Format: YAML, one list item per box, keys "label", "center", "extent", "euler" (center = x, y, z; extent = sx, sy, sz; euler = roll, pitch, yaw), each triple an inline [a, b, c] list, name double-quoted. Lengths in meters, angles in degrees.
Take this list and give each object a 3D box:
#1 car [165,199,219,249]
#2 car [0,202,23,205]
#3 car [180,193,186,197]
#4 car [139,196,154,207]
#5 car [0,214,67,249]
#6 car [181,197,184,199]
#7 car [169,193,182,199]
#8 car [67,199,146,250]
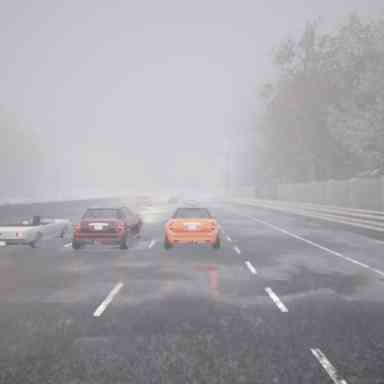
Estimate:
- label: "car"
  center: [0.013, 1.352, 14.713]
  extent: [2.097, 1.767, 4.553]
  euler: [0, 0, 0]
- label: "car"
  center: [-17.553, 1.605, 32.033]
  extent: [1.895, 1.301, 4.718]
  euler: [0, 0, 0]
- label: "car"
  center: [-3.427, 1.229, 93.866]
  extent: [2.150, 2.045, 5.566]
  euler: [0, 0, 0]
- label: "car"
  center: [-6.961, 1.354, 49.973]
  extent: [2.097, 1.767, 4.553]
  euler: [0, 0, 0]
- label: "car"
  center: [-6.993, 1.602, 14.511]
  extent: [1.895, 1.301, 4.718]
  euler: [0, 0, 0]
- label: "car"
  center: [0.025, 1.527, 34.303]
  extent: [1.812, 1.442, 4.674]
  euler: [0, 0, 0]
- label: "car"
  center: [-3.451, 1.480, 64.180]
  extent: [1.882, 1.535, 5.008]
  euler: [0, 0, 0]
- label: "car"
  center: [-3.491, 1.352, 14.557]
  extent: [2.097, 1.767, 4.553]
  euler: [0, 0, 0]
